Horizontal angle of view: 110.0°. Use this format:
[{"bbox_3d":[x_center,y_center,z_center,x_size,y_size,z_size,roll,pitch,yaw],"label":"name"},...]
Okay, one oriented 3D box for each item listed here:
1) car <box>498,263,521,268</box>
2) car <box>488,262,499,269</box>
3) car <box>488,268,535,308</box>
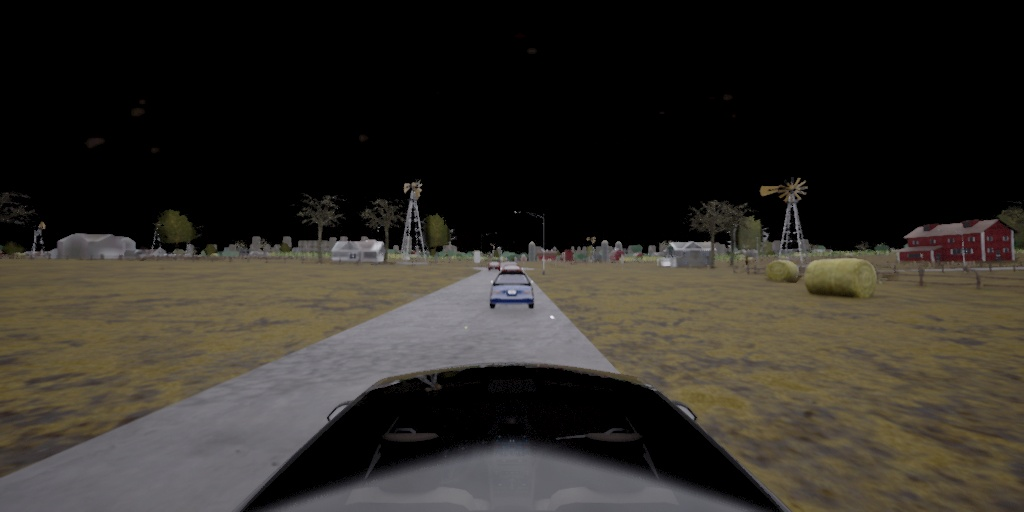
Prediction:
[{"bbox_3d":[-0.003,1.464,31.329,1.882,1.535,5.008,0,0,0],"label":"car"},{"bbox_3d":[-2.771,1.629,57.121,1.882,1.535,5.008,0,-1,0],"label":"car"},{"bbox_3d":[-0.003,1.420,15.841,2.033,1.411,5.357,0,0,0],"label":"car"}]
